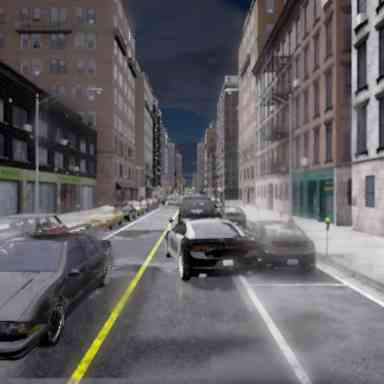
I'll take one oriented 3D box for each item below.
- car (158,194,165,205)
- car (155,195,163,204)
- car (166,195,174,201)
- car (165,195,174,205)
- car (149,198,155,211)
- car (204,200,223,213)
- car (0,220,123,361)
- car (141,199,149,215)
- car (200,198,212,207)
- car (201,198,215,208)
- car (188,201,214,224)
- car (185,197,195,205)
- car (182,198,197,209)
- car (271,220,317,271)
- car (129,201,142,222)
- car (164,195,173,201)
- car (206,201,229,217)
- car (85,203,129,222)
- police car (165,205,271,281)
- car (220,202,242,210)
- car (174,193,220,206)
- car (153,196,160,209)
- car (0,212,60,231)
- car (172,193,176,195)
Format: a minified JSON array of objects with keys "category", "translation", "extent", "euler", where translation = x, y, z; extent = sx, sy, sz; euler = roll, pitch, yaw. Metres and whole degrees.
[{"category":"car","translation":[-5.798,1.364,59.377],"extent":[2.192,1.841,5.009],"euler":[0,0,0]},{"category":"car","translation":[-5.723,1.595,48.552],"extent":[2.008,1.369,4.403],"euler":[0,0,0]},{"category":"car","translation":[-6.020,1.605,91.294],"extent":[1.887,1.381,4.507],"euler":[0,0,0]},{"category":"car","translation":[-3.168,1.649,57.250],"extent":[1.895,1.301,4.718],"euler":[0,0,0]},{"category":"car","translation":[-5.649,1.621,37.727],"extent":[1.802,1.307,4.206],"euler":[0,0,0]},{"category":"car","translation":[2.377,1.604,37.773],"extent":[1.947,1.339,4.313],"euler":[0,0,0]},{"category":"car","translation":[-2.896,1.554,6.551],"extent":[2.033,1.411,5.357],"euler":[0,0,0]},{"category":"car","translation":[-5.610,1.559,32.144],"extent":[1.752,1.417,4.829],"euler":[0,0,0]},{"category":"car","translation":[2.264,1.628,54.011],"extent":[1.802,1.307,4.206],"euler":[0,0,0]},{"category":"car","translation":[2.300,1.570,48.769],"extent":[1.752,1.417,4.829],"euler":[0,0,0]},{"category":"car","translation":[0.644,1.506,26.226],"extent":[1.882,1.535,5.008],"euler":[0,0,0]},{"category":"car","translation":[-0.420,1.575,60.764],"extent":[1.812,1.442,4.674],"euler":[0,0,0]},{"category":"car","translation":[-0.313,1.591,46.674],"extent":[2.033,1.411,5.357],"euler":[0,0,0]},{"category":"car","translation":[2.564,1.562,10.710],"extent":[2.008,1.369,4.403],"euler":[0,0,0]},{"category":"car","translation":[-5.574,1.594,26.901],"extent":[1.947,1.339,4.313],"euler":[0,0,0]},{"category":"car","translation":[-5.982,1.609,85.840],"extent":[2.008,1.369,4.403],"euler":[0,0,0]},{"category":"car","translation":[2.414,1.599,32.360],"extent":[1.947,1.339,4.313],"euler":[0,0,0]},{"category":"car","translation":[-5.535,1.548,21.319],"extent":[1.752,1.417,4.829],"euler":[0,0,0]},{"category":"police car","translation":[0.311,1.436,10.208],"extent":[1.930,1.638,5.238],"euler":[0,0,-12]},{"category":"car","translation":[2.489,1.573,21.535],"extent":[2.008,1.369,4.403],"euler":[0,0,0]},{"category":"car","translation":[0.342,1.243,20.294],"extent":[2.150,2.045,5.566],"euler":[0,0,2]},{"category":"car","translation":[-5.686,1.593,43.139],"extent":[2.008,1.369,4.403],"euler":[0,0,0]},{"category":"car","translation":[-5.461,1.452,10.664],"extent":[1.967,1.590,4.097],"euler":[0,0,0]},{"category":"car","translation":[-3.194,1.546,64.200],"extent":[2.128,1.511,4.902],"euler":[0,0,0]}]
